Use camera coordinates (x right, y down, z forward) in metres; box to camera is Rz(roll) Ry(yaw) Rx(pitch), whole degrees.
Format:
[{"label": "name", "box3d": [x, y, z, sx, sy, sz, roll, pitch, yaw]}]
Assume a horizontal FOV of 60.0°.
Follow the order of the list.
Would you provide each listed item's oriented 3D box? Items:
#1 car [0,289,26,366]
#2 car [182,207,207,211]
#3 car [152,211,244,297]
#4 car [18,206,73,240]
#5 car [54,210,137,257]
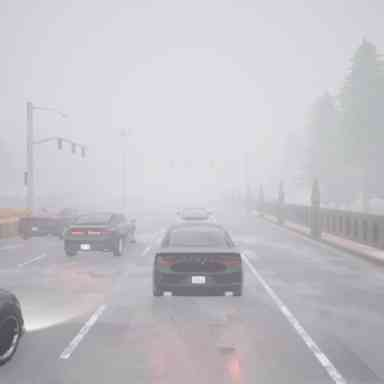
[{"label": "car", "box3d": [-3.393, 1.562, 3.103, 1.994, 1.385, 4.181, 0, 0, 0]}, {"label": "car", "box3d": [0.130, 1.514, 17.965, 1.812, 1.442, 4.674, 0, 0, 0]}, {"label": "car", "box3d": [0.117, 1.472, 8.628, 1.882, 1.535, 5.008, 0, 0, 0]}, {"label": "car", "box3d": [-6.905, 1.467, 17.010, 1.882, 1.535, 5.008, 0, 0, -1]}, {"label": "car", "box3d": [-3.379, 1.497, 12.976, 1.837, 1.490, 4.892, 0, 0, 0]}]
